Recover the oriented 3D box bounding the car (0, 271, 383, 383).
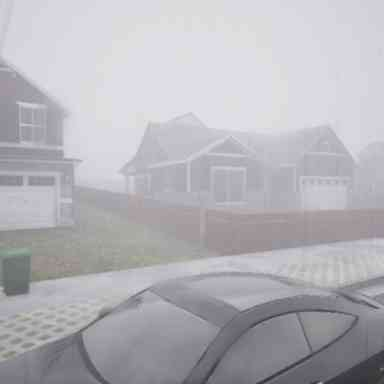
[{"bbox_3d":[0.122,1.534,2.865,4.674,1.442,1.812,0,0,-35],"label":"car"}]
